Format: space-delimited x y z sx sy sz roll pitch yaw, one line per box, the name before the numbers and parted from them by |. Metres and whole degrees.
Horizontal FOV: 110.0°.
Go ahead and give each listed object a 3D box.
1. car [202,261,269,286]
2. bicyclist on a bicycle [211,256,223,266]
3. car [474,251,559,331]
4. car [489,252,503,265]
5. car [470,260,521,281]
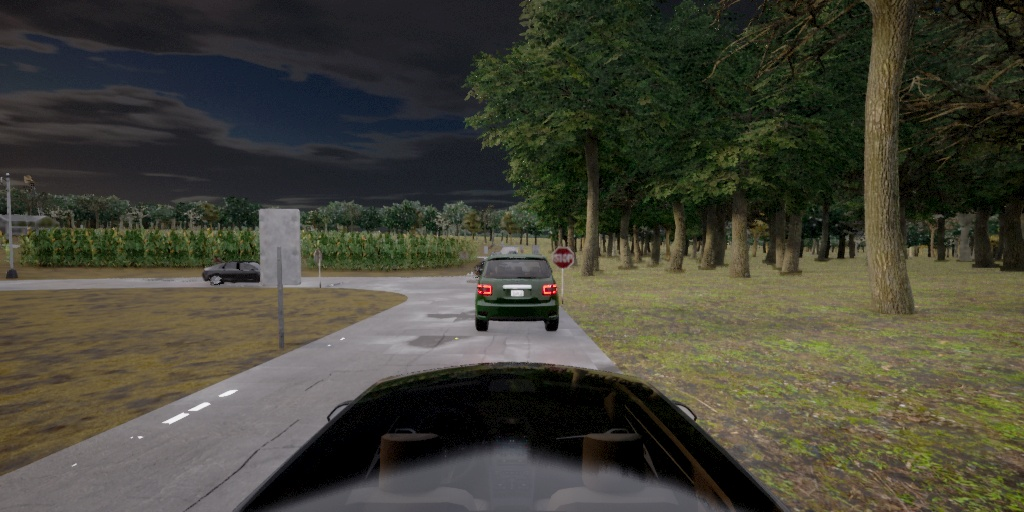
car | -16.933 1.086 23.089 4.892 1.490 1.837 1 2 -7
bicyclist on a bicycle | -23.378 0.821 28.449 0.582 1.620 1.656 0 1 -11
car | 0.126 0.960 11.066 2.150 2.045 5.566 0 0 0
car | -2.676 0.317 60.101 2.150 2.045 5.566 0 1 0
car | -1.253 1.127 30.024 1.837 1.490 4.892 3 1 31
